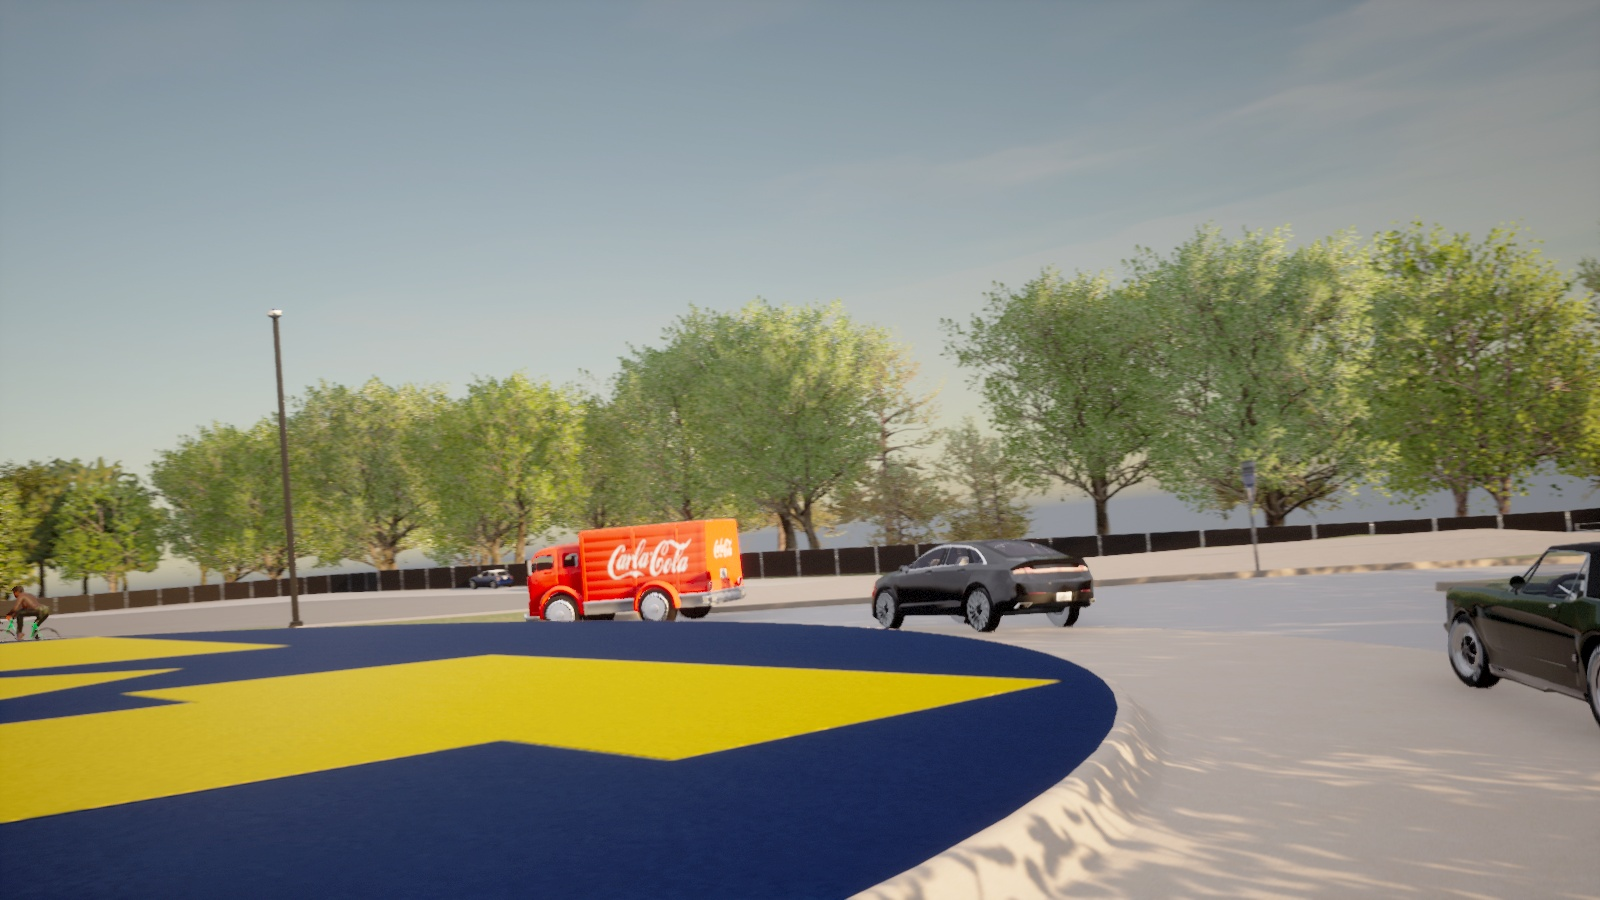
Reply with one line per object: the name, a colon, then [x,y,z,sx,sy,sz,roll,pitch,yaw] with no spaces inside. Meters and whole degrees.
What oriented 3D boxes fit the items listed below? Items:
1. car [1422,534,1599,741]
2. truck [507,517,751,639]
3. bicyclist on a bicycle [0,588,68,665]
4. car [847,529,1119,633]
car: [6.326,1.278,9.292,1.895,1.301,4.718,-2,-4,11]
truck: [-4.214,3.165,31.209,5.204,2.467,2.627,-7,-4,19]
bicyclist on a bicycle: [-17.134,3.886,27.660,1.656,1.620,0.582,-2,-5,0]
car: [2.967,2.279,21.688,2.128,1.511,4.902,0,-6,-27]
